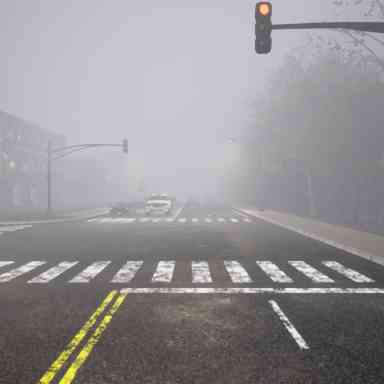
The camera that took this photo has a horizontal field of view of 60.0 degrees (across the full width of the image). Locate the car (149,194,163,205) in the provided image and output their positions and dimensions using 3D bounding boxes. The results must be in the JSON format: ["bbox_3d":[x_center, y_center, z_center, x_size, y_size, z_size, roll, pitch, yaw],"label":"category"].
[{"bbox_3d":[-6.502,1.329,61.166,2.097,1.767,4.553,0,0,0],"label":"car"}]

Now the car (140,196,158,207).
[{"bbox_3d":[-6.537,1.473,51.112,2.128,1.511,4.902,0,0,0],"label":"car"}]

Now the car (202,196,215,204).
[{"bbox_3d":[3.414,1.576,64.712,1.895,1.301,4.718,0,0,0],"label":"car"}]

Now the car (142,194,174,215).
[{"bbox_3d":[-3.310,1.212,33.500,2.150,2.045,5.566,0,0,0],"label":"car"}]

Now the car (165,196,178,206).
[{"bbox_3d":[-3.285,1.485,53.929,1.837,1.490,4.892,0,0,0],"label":"car"}]

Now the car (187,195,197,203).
[{"bbox_3d":[0.097,1.488,72.570,2.128,1.511,4.902,0,0,0],"label":"car"}]

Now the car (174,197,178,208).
[{"bbox_3d":[-3.298,1.586,43.775,1.895,1.301,4.718,0,0,1],"label":"car"}]

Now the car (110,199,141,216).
[{"bbox_3d":[-6.564,1.591,32.259,1.895,1.301,4.718,0,0,0],"label":"car"}]

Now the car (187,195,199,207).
[{"bbox_3d":[0.150,1.582,50.787,1.895,1.301,4.718,0,0,0],"label":"car"}]

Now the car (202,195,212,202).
[{"bbox_3d":[3.324,1.509,74.730,2.033,1.411,5.357,0,0,0],"label":"car"}]
